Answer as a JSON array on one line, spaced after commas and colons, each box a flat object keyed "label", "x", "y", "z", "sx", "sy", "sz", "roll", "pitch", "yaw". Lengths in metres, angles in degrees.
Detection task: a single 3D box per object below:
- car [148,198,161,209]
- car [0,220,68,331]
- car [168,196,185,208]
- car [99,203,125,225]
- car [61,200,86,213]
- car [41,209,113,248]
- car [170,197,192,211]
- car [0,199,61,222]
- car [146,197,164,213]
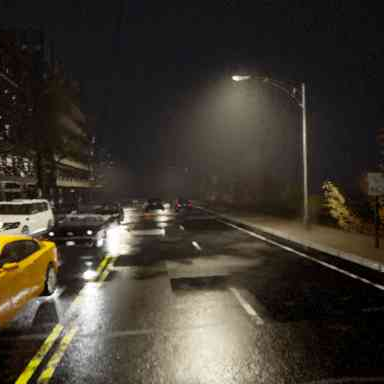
[{"label": "car", "x": -5.579, "y": 1.602, "z": 49.415, "sx": 1.812, "sy": 1.442, "sz": 4.674, "roll": -1, "pitch": 0, "yaw": -7}, {"label": "car", "x": -3.904, "y": 1.567, "z": 5.901, "sx": 1.882, "sy": 1.535, "sz": 5.008, "roll": -1, "pitch": 0, "yaw": -7}, {"label": "car", "x": -2.382, "y": 1.485, "z": 50.100, "sx": 2.128, "sy": 1.511, "sz": 4.902, "roll": -1, "pitch": 0, "yaw": -7}, {"label": "car", "x": -6.172, "y": 1.610, "z": 25.155, "sx": 2.128, "sy": 1.511, "sz": 4.902, "roll": -1, "pitch": 0, "yaw": -7}, {"label": "car", "x": -9.521, "y": 1.556, "z": 25.809, "sx": 2.097, "sy": 1.767, "sz": 4.553, "roll": -1, "pitch": 0, "yaw": -7}, {"label": "car", "x": -5.000, "y": 1.704, "z": 15.176, "sx": 1.895, "sy": 1.301, "sz": 4.718, "roll": -1, "pitch": 0, "yaw": -7}, {"label": "car", "x": -1.156, "y": 1.520, "z": 39.681, "sx": 2.033, "sy": 1.411, "sz": 5.357, "roll": -1, "pitch": 0, "yaw": -7}, {"label": "car", "x": -8.359, "y": 1.409, "z": 15.866, "sx": 2.150, "sy": 2.045, "sz": 5.566, "roll": -1, "pitch": 0, "yaw": -6}, {"label": "car", "x": -4.368, "y": 1.408, "z": 39.174, "sx": 2.097, "sy": 1.767, "sz": 4.553, "roll": -1, "pitch": 0, "yaw": -7}]
